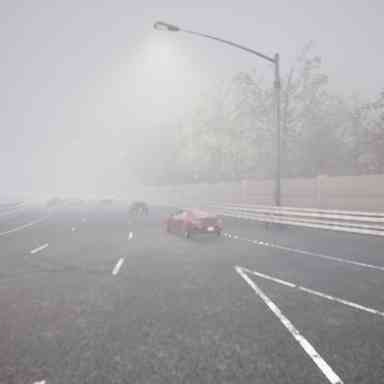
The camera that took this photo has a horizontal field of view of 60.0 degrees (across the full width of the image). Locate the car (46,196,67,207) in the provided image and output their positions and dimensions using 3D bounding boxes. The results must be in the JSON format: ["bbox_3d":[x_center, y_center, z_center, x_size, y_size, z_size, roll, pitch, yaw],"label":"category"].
[{"bbox_3d":[-23.046,1.494,55.699,2.097,1.767,4.553,0,0,-34],"label":"car"}]

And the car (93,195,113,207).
[{"bbox_3d":[-14.397,1.555,54.647,1.882,1.535,5.008,0,0,-26],"label":"car"}]

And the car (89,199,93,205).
[{"bbox_3d":[-16.773,1.622,59.052,1.812,1.442,4.674,0,0,-34],"label":"car"}]

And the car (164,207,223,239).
[{"bbox_3d":[-0.008,1.517,17.318,1.812,1.442,4.674,-1,0,-22],"label":"car"}]

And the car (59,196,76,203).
[{"bbox_3d":[-27.590,1.645,73.652,1.882,1.535,5.008,0,0,-42],"label":"car"}]

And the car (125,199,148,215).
[{"bbox_3d":[-5.830,1.519,35.042,1.837,1.490,4.892,0,-1,-19],"label":"car"}]

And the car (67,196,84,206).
[{"bbox_3d":[-20.094,1.684,57.581,1.994,1.385,4.181,0,0,-34],"label":"car"}]
